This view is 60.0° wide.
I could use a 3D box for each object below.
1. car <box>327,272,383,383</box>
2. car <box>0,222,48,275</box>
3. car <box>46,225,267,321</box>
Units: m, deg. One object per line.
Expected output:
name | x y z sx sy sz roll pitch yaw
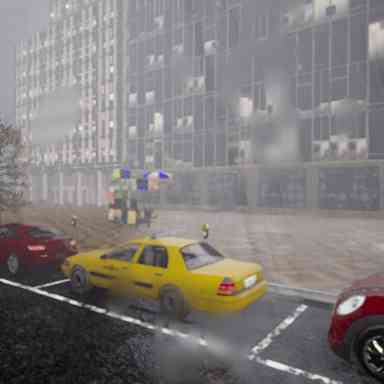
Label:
car | 3.784 1.440 3.865 4.097 1.590 1.967 0 0 35
car | -5.261 1.575 10.220 4.206 1.307 1.802 0 0 35
car | -0.877 1.522 7.140 4.829 1.417 1.752 0 0 35
